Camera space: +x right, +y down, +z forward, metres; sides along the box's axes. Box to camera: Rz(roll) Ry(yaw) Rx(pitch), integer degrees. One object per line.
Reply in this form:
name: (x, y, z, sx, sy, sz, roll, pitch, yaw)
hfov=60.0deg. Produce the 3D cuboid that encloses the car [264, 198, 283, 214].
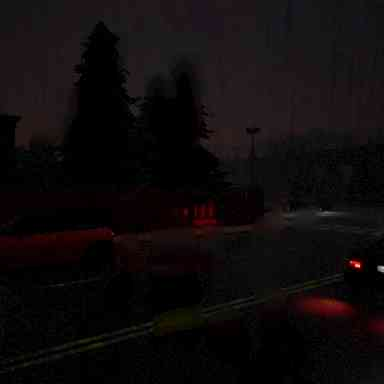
car: (6.806, 1.478, 35.411, 1.882, 1.535, 5.008, 0, 0, -35)

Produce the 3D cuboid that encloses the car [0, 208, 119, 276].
car: (-4.482, 1.352, 9.377, 4.553, 1.767, 2.097, 0, 0, -35)

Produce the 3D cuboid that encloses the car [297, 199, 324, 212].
car: (12.744, 1.547, 39.139, 2.033, 1.411, 5.357, 0, 0, -35)

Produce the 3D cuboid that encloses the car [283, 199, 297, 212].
car: (9.060, 1.491, 38.287, 2.128, 1.511, 4.902, 0, 0, -35)

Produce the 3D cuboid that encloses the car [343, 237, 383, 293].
car: (5.770, 1.547, 7.888, 5.357, 1.411, 2.033, 0, 0, -35)
